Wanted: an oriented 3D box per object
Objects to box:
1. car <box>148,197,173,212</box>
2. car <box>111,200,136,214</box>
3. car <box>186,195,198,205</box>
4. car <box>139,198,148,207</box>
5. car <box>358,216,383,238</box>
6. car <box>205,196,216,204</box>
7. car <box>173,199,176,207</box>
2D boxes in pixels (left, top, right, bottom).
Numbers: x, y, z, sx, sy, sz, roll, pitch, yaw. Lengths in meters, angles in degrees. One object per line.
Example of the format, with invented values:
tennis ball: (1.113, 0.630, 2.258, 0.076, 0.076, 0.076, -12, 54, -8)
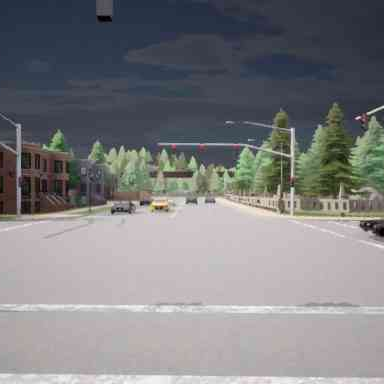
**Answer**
car: (-3.627, 1.474, 38.810, 1.882, 1.535, 5.008, 0, 0, 0)
car: (-7.127, 1.561, 34.835, 1.994, 1.385, 4.181, 0, 0, 0)
car: (-0.052, 1.347, 60.203, 2.097, 1.767, 4.553, 0, 0, 0)
car: (-7.081, 1.596, 52.173, 1.895, 1.301, 4.718, 0, 0, 0)
car: (10.585, 1.599, 15.562, 4.718, 1.301, 1.895, 0, 0, 2)
car: (3.545, 1.558, 65.183, 1.994, 1.385, 4.181, 0, 0, 0)
car: (-3.587, 1.521, 51.368, 1.812, 1.442, 4.674, 0, 0, 0)
